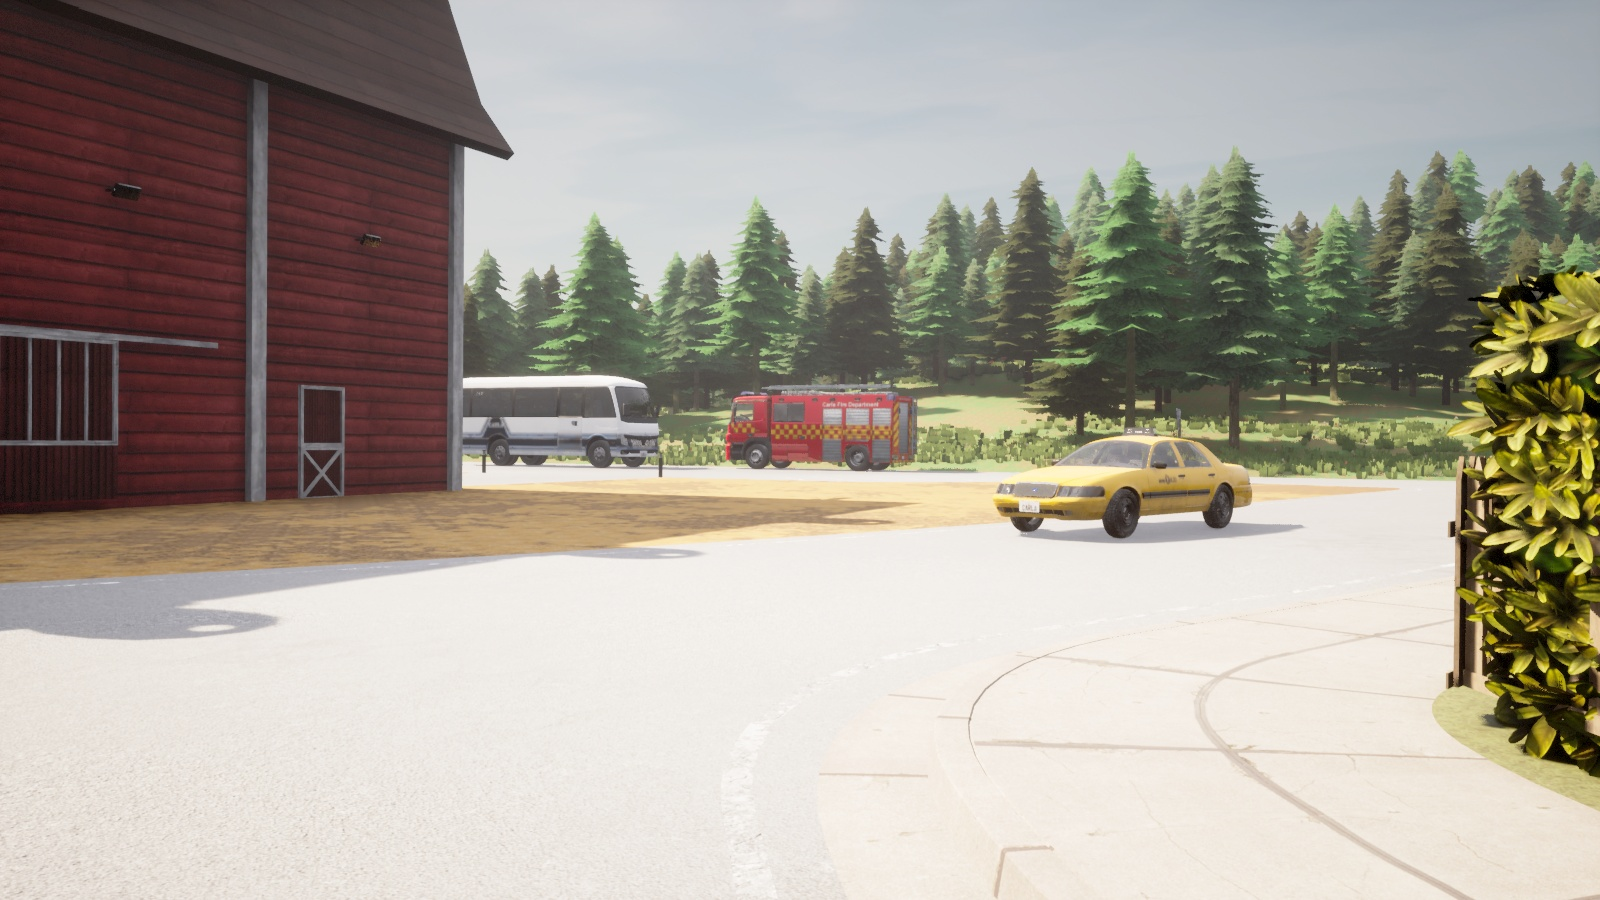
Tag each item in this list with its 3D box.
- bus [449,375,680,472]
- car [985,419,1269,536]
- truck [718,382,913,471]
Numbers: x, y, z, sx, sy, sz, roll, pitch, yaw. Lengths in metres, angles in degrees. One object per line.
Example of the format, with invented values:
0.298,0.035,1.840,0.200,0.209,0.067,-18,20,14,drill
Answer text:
-11.112,-1.139,59.087,10.273,4.253,3.944,0,0,26,bus
5.204,0.325,19.426,1.801,1.575,5.366,0,1,45,car
0.666,-1.021,57.294,8.468,3.827,2.891,0,0,26,truck
